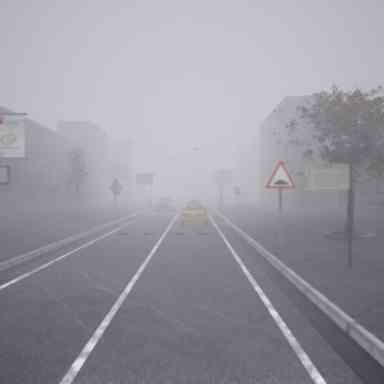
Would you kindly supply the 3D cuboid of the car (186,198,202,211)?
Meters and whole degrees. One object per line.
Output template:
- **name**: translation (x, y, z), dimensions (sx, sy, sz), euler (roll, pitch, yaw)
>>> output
- **car**: translation (0.218, 1.542, 41.210), dimensions (1.837, 1.490, 4.892), euler (0, -1, 0)

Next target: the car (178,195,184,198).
- **car**: translation (-2.776, 1.482, 78.411), dimensions (2.097, 1.767, 4.553), euler (0, 0, 0)

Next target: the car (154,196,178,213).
- **car**: translation (-2.986, 1.348, 37.195), dimensions (2.097, 1.767, 4.553), euler (0, 0, 0)

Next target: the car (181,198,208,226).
- **car**: translation (0.164, 1.432, 23.420), dimensions (1.801, 1.575, 5.366), euler (0, 0, 0)
